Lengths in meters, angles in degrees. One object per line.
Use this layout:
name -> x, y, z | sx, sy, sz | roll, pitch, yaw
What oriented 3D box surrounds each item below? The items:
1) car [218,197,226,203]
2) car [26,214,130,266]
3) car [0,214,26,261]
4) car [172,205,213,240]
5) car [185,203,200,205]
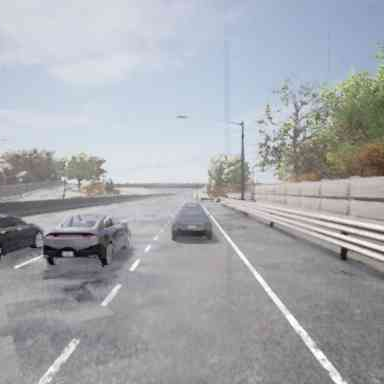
car -> 8.349, 2.088, 89.063 | 1.837, 1.490, 4.892 | 0, -1, 25
car -> -3.396, 1.489, 11.526 | 2.128, 1.511, 4.902 | 0, 0, 0
car -> -6.896, 1.503, 11.589 | 1.837, 1.490, 4.892 | 0, 0, 0
car -> 0.005, 1.563, 17.146 | 1.994, 1.385, 4.181 | 0, 0, 0
car -> 0.010, 1.572, 27.540 | 1.994, 1.385, 4.181 | 0, 0, 0
